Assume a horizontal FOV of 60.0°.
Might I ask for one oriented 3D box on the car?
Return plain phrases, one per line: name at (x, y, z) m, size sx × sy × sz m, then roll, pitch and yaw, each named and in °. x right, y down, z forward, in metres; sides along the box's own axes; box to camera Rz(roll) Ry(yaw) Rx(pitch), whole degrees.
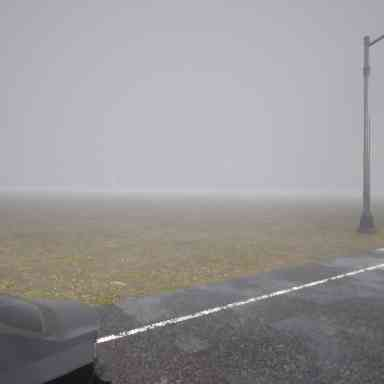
car at (-2.932, 1.505, 1.901) m, size 4.892 × 1.490 × 1.837 m, roll 0°, pitch 0°, yaw -36°
